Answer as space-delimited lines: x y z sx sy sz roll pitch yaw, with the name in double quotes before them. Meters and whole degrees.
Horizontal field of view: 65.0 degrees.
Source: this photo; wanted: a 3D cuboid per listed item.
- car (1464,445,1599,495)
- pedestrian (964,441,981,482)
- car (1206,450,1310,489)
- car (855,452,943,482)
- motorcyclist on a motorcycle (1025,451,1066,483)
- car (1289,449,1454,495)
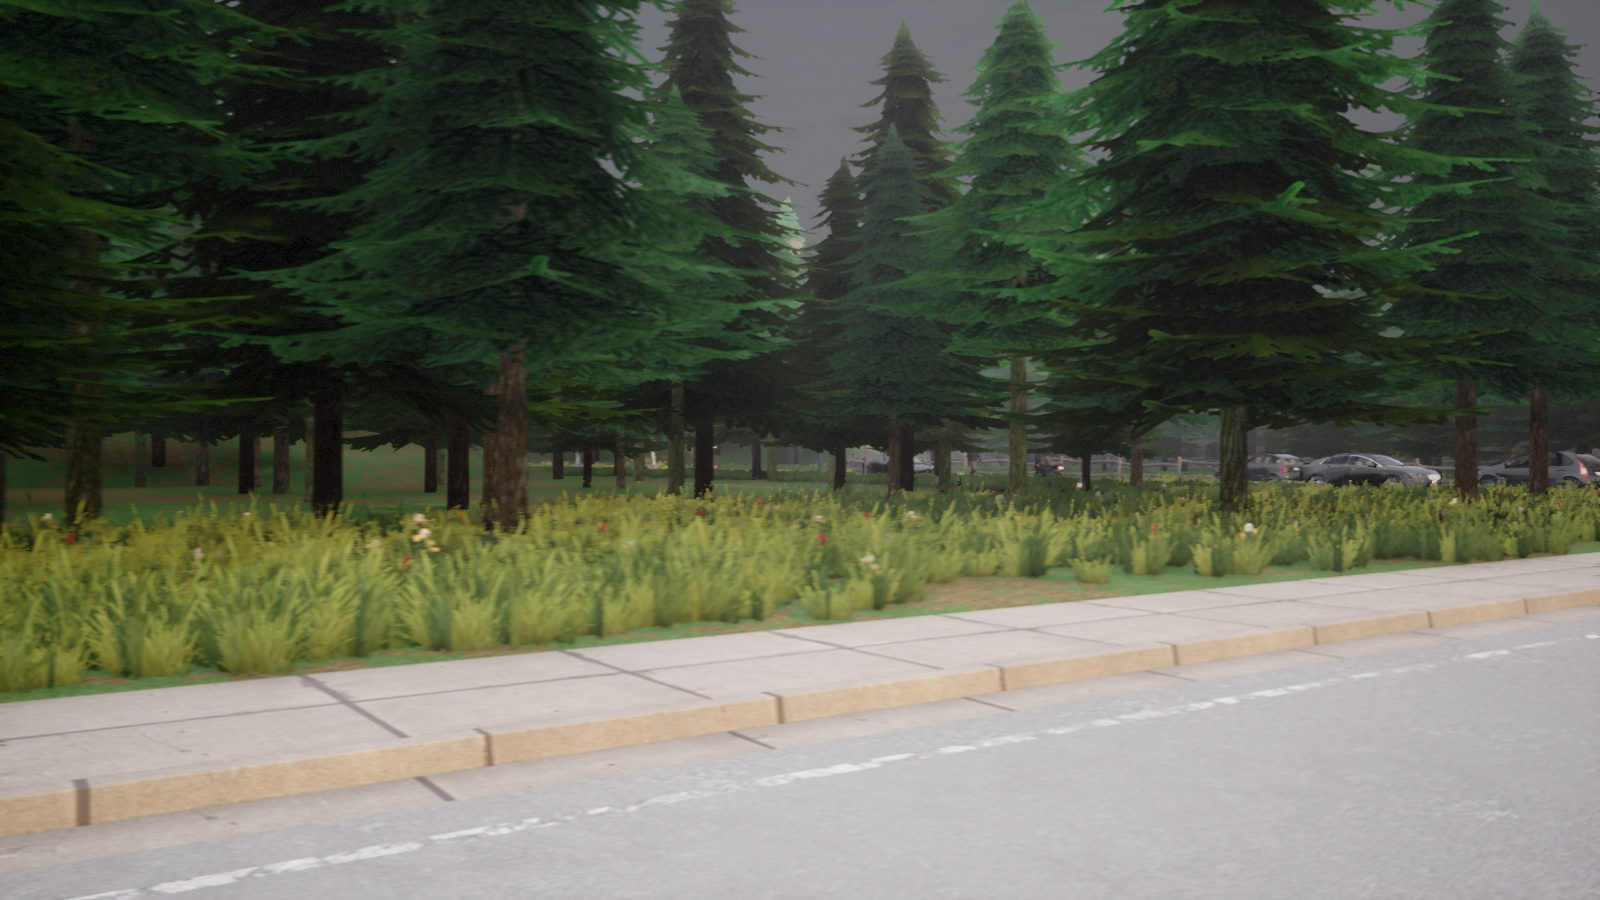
"car" 25.150 0.664 42.862 1.851 1.617 3.988 0 0 -32
"pedestrian" 7.639 0.504 55.559 0.370 1.835 0.726 0 0 -27
"car" 18.993 0.788 52.210 1.789 1.549 3.705 0 0 -34
"car" 5.204 0.874 66.595 2.163 1.488 4.792 0 0 -34
"motorcyclist on a motorcycle" 12.205 0.831 62.392 0.797 1.523 2.044 0 0 -34
"car" 20.065 0.737 44.307 2.128 1.511 4.902 0 0 -33
